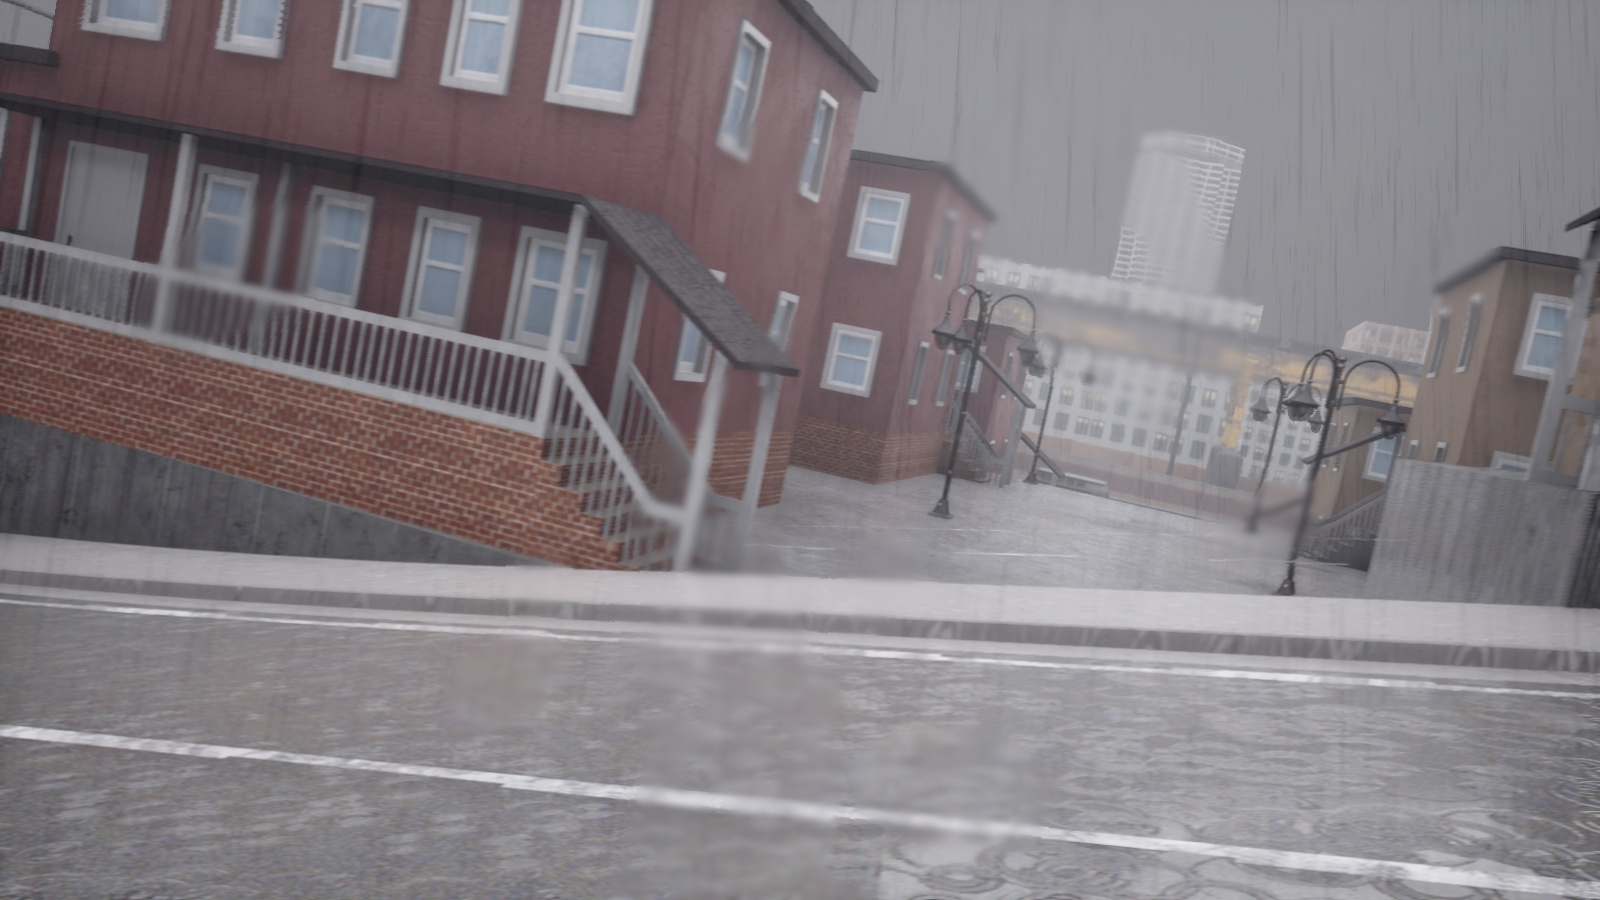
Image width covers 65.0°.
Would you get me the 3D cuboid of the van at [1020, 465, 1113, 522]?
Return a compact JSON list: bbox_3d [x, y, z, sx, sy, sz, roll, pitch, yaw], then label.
[{"bbox_3d":[14.445,2.322,68.065,4.442,1.987,1.775,14,5,18],"label":"van"}]
